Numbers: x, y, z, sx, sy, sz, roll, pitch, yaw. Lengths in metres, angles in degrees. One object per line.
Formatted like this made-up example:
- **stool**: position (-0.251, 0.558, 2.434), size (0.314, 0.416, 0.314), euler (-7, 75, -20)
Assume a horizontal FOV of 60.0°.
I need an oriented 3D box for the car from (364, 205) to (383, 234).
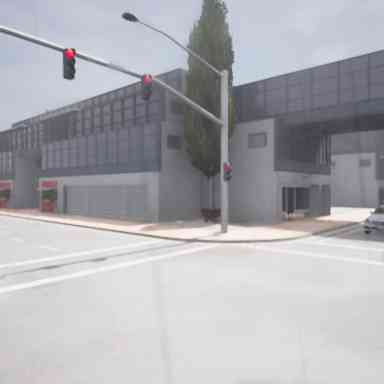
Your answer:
- **car**: position (10.493, 1.396, 17.411), size (1.812, 1.442, 4.674), euler (0, 1, 42)
